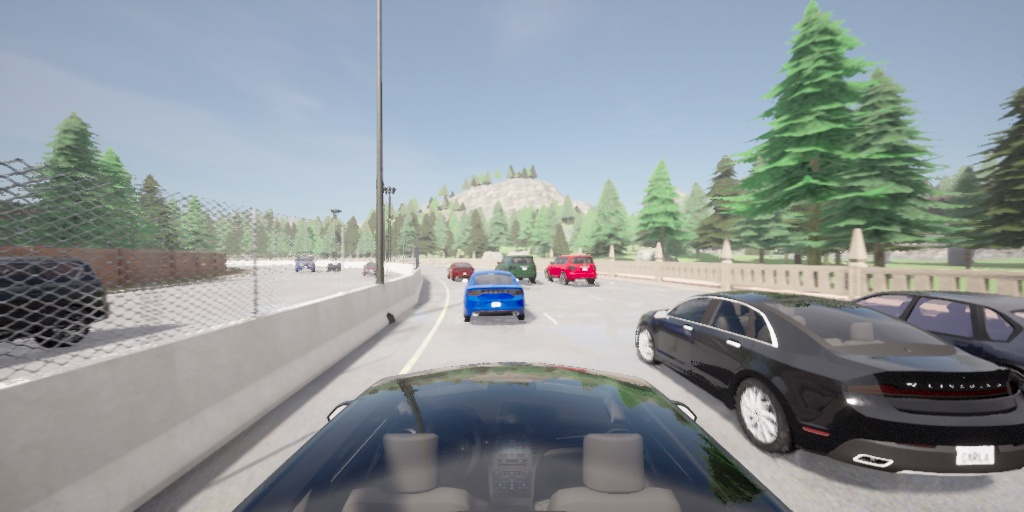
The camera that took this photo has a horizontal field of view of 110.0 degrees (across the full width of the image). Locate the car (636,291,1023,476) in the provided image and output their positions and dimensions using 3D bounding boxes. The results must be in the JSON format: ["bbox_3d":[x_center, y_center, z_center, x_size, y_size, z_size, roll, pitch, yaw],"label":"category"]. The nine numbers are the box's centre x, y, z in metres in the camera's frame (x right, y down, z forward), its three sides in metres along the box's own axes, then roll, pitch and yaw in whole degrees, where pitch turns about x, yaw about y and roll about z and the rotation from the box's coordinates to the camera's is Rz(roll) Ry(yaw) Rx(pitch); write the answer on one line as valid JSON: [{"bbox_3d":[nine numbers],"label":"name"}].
[{"bbox_3d":[3.382,1.241,5.101,1.837,1.490,4.892,0,0,-2],"label":"car"}]

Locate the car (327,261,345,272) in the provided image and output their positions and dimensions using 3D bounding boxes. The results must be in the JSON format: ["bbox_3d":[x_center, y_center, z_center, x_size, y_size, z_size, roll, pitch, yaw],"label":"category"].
[{"bbox_3d":[-23.534,1.425,47.815,1.994,1.385,4.181,0,0,-30],"label":"car"}]

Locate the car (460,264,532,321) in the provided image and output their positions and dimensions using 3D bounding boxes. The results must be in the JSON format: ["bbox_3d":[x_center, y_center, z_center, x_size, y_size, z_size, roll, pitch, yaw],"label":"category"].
[{"bbox_3d":[-0.717,1.233,12.645,1.882,1.535,5.008,0,0,-6],"label":"car"}]

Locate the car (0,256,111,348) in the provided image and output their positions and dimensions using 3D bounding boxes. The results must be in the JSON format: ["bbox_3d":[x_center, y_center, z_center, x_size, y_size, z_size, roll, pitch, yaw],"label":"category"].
[{"bbox_3d":[-10.833,1.019,6.420,2.150,2.045,5.566,0,0,-4],"label":"car"}]

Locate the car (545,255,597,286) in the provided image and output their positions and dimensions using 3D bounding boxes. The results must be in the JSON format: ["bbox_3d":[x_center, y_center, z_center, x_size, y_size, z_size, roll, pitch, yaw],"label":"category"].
[{"bbox_3d":[4.130,0.960,25.762,2.150,2.045,5.566,0,0,-13],"label":"car"}]

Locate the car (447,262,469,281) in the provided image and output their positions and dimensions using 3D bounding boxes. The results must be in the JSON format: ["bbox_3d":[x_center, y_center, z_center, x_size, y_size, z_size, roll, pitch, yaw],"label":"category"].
[{"bbox_3d":[-4.430,1.253,30.610,1.882,1.535,5.008,0,0,-17],"label":"car"}]

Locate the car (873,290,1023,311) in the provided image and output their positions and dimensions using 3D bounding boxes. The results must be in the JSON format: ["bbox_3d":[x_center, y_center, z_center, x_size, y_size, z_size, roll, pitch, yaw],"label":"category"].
[{"bbox_3d":[6.904,1.269,5.790,2.033,1.411,5.357,0,0,-3],"label":"car"}]

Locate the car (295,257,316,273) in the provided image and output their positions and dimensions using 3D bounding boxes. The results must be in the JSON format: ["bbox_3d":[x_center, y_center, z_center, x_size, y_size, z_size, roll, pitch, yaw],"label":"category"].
[{"bbox_3d":[-26.888,1.097,46.690,2.150,2.045,5.566,0,0,-31],"label":"car"}]

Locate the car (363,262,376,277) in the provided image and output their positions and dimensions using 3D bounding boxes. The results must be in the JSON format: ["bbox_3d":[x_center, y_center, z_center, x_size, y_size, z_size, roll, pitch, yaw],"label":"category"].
[{"bbox_3d":[-14.138,1.344,36.573,1.812,1.442,4.674,0,0,-22],"label":"car"}]

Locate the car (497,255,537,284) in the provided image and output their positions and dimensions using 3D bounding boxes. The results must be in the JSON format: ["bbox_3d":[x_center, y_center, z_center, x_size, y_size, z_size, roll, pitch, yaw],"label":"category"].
[{"bbox_3d":[0.202,0.977,27.142,2.150,2.045,5.566,0,0,-14],"label":"car"}]
